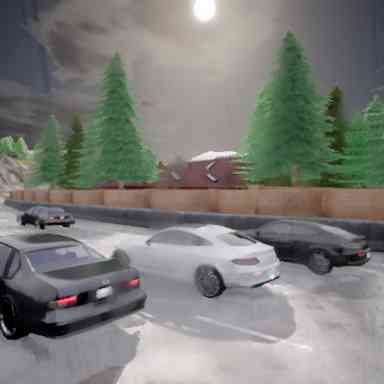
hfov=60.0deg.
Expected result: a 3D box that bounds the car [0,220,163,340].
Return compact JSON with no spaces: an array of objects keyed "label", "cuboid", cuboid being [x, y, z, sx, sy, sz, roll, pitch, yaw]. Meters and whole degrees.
[{"label":"car","cuboid":[-3.269,1.544,6.560,5.357,1.411,2.033,0,0,39]}]

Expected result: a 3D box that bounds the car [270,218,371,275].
[{"label":"car","cuboid":[2.993,1.549,10.518,4.674,1.442,1.812,0,0,38]}]

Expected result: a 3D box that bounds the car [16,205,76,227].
[{"label":"car","cuboid":[-9.377,1.536,21.144,5.357,1.411,2.033,0,0,44]}]

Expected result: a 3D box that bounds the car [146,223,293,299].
[{"label":"car","cuboid":[-0.105,1.535,8.522,4.674,1.442,1.812,0,0,39]}]
